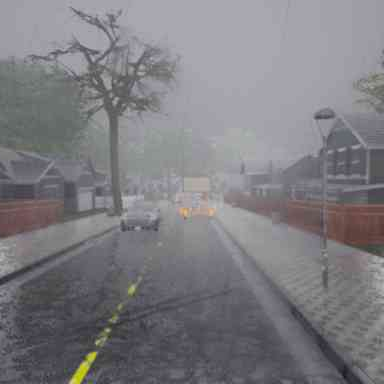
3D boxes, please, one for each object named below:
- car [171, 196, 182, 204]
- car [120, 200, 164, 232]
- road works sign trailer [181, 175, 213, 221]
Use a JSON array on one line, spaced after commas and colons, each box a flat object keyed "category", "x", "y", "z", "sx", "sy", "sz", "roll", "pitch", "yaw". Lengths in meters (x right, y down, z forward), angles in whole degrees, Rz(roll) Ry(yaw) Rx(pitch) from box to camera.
[{"category": "car", "x": -2.774, "y": 1.450, "z": 61.599, "sx": 2.128, "sy": 1.511, "sz": 4.902, "roll": 0, "pitch": 0, "yaw": 1}, {"category": "car", "x": -2.846, "y": 1.320, "z": 19.774, "sx": 2.097, "sy": 1.767, "sz": 4.553, "roll": 0, "pitch": 0, "yaw": 0}, {"category": "road works sign trailer", "x": 0.361, "y": 0.422, "z": 26.889, "sx": 2.380, "sy": 3.560, "sz": 2.880, "roll": 0, "pitch": 0, "yaw": -7}]
